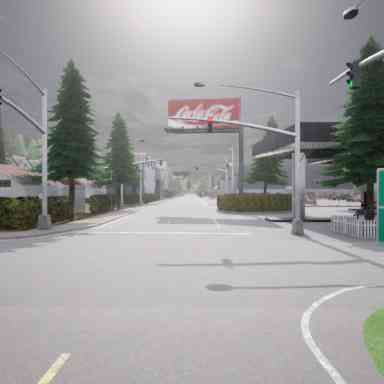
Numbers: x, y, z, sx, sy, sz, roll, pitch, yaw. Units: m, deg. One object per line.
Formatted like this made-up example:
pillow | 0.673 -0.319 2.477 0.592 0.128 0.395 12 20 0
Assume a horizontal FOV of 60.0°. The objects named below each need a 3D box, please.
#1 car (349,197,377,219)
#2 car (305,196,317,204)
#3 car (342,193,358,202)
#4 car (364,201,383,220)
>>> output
car | 14.379 1.505 24.949 3.866 1.878 1.905 0 0 0
car | 22.532 1.553 64.012 1.970 1.475 3.806 0 0 0
car | 34.940 1.490 71.797 2.007 1.523 4.514 0 0 0
car | 18.709 1.672 30.617 4.611 1.667 2.242 0 0 0
